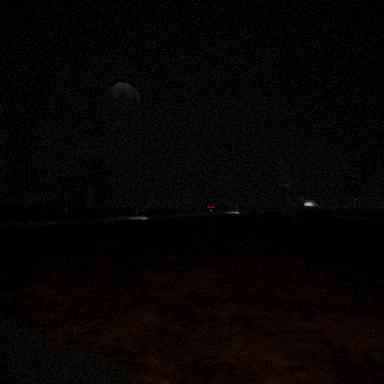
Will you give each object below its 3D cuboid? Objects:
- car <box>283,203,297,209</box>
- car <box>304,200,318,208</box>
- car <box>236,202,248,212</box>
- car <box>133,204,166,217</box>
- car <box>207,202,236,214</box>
[{"bbox_3d":[21.432,3.039,72.382,2.128,1.511,4.902,-2,-2,36],"label":"car"},{"bbox_3d":[30.423,3.059,84.918,2.150,2.045,5.566,-2,-2,36],"label":"car"},{"bbox_3d":[8.132,2.521,58.587,2.097,1.767,4.553,-2,-2,36],"label":"car"},{"bbox_3d":[-5.056,2.202,40.355,1.812,1.442,4.674,-2,-2,36],"label":"car"},{"bbox_3d":[3.977,2.370,47.892,1.837,1.490,4.892,-2,-3,36],"label":"car"}]
